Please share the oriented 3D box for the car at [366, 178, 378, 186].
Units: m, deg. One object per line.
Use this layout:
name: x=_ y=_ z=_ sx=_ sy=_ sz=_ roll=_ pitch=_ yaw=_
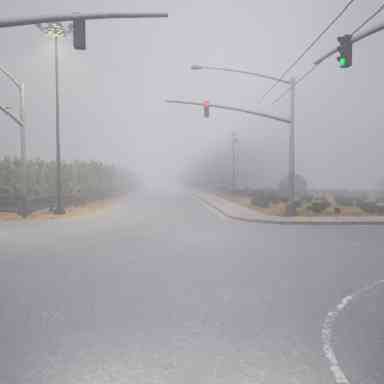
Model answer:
car: x=42.125 y=-2.288 z=77.594 sx=1.905 sy=1.878 sz=3.866 roll=10 pitch=10 yaw=41
